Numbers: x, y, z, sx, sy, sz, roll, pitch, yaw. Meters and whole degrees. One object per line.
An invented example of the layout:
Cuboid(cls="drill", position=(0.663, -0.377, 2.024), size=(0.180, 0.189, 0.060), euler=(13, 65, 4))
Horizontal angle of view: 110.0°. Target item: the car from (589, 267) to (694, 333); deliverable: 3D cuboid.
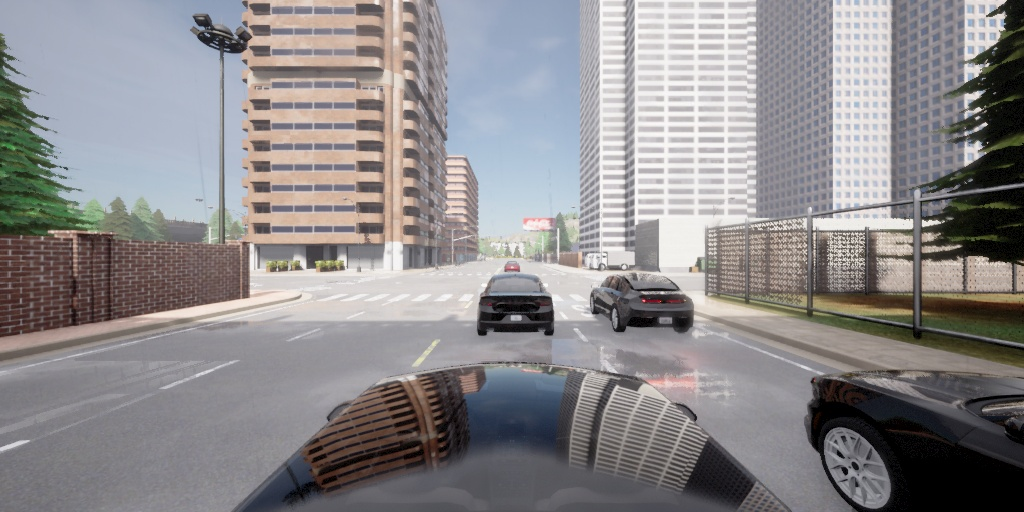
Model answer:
Cuboid(cls="car", position=(3.622, 1.255, 10.775), size=(1.837, 1.490, 4.892), euler=(0, 0, 1))

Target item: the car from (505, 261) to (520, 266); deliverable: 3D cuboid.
Cuboid(cls="car", position=(0.028, 1.314, 45.368), size=(1.994, 1.385, 4.181), euler=(0, 0, -1))

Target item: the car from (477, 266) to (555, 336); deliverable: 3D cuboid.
Cuboid(cls="car", position=(0.087, 1.228, 10.452), size=(1.882, 1.535, 5.008), euler=(0, 0, 0))

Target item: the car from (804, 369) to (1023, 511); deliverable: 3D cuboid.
Cuboid(cls="car", position=(3.602, 1.228, 1.200), size=(1.882, 1.535, 5.008), euler=(0, 0, 0))
